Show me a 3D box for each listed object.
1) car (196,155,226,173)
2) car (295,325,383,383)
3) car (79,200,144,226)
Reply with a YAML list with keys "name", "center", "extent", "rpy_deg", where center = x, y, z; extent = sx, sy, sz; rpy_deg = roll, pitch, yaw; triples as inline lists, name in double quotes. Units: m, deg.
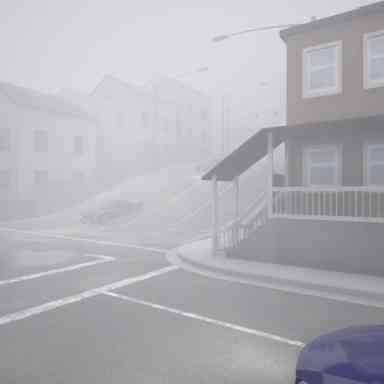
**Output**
- name: "car"
  center: [2.155, -3.111, 35.168]
  extent: [1.812, 1.442, 4.674]
  rpy_deg: [0, 15, 35]
- name: "car"
  center: [2.949, 1.526, 1.860]
  extent: [4.674, 1.442, 1.812]
  rpy_deg: [0, 0, 36]
- name: "car"
  center: [-5.691, 1.372, 23.757]
  extent: [1.895, 1.301, 4.718]
  rpy_deg: [0, 10, 34]
